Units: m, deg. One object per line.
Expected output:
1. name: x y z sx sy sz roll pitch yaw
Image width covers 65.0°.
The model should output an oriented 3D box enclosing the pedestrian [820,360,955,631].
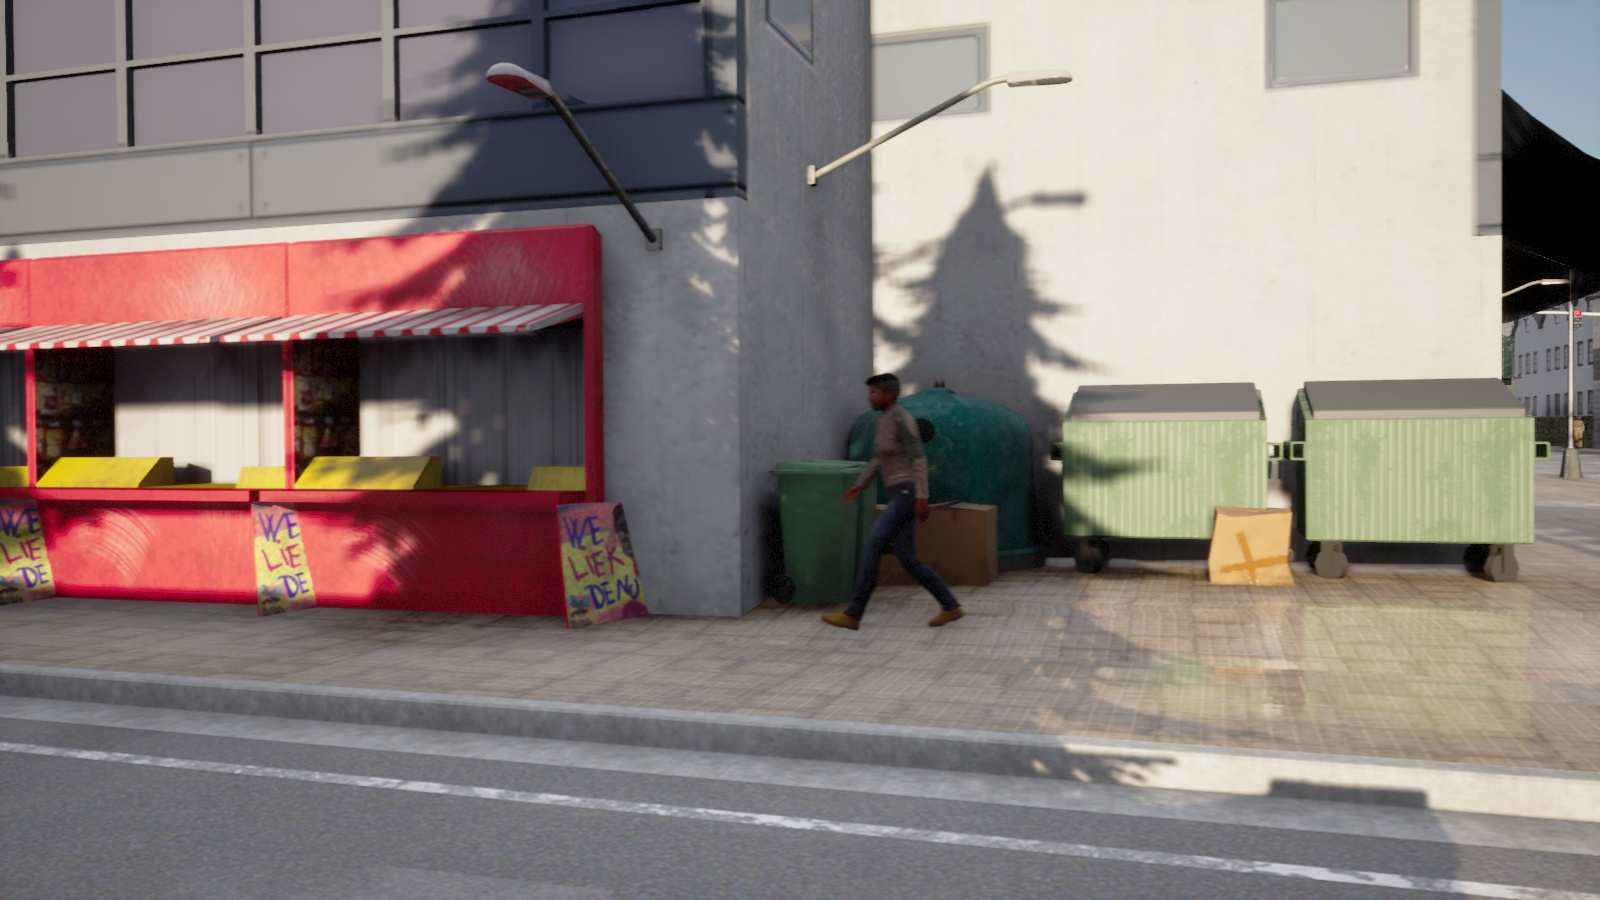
1. pedestrian: 0.591 0.300 8.556 0.869 1.805 0.328 0 1 -7

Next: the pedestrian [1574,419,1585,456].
1. pedestrian: 40.669 -0.668 65.527 0.396 1.930 0.692 0 1 24
